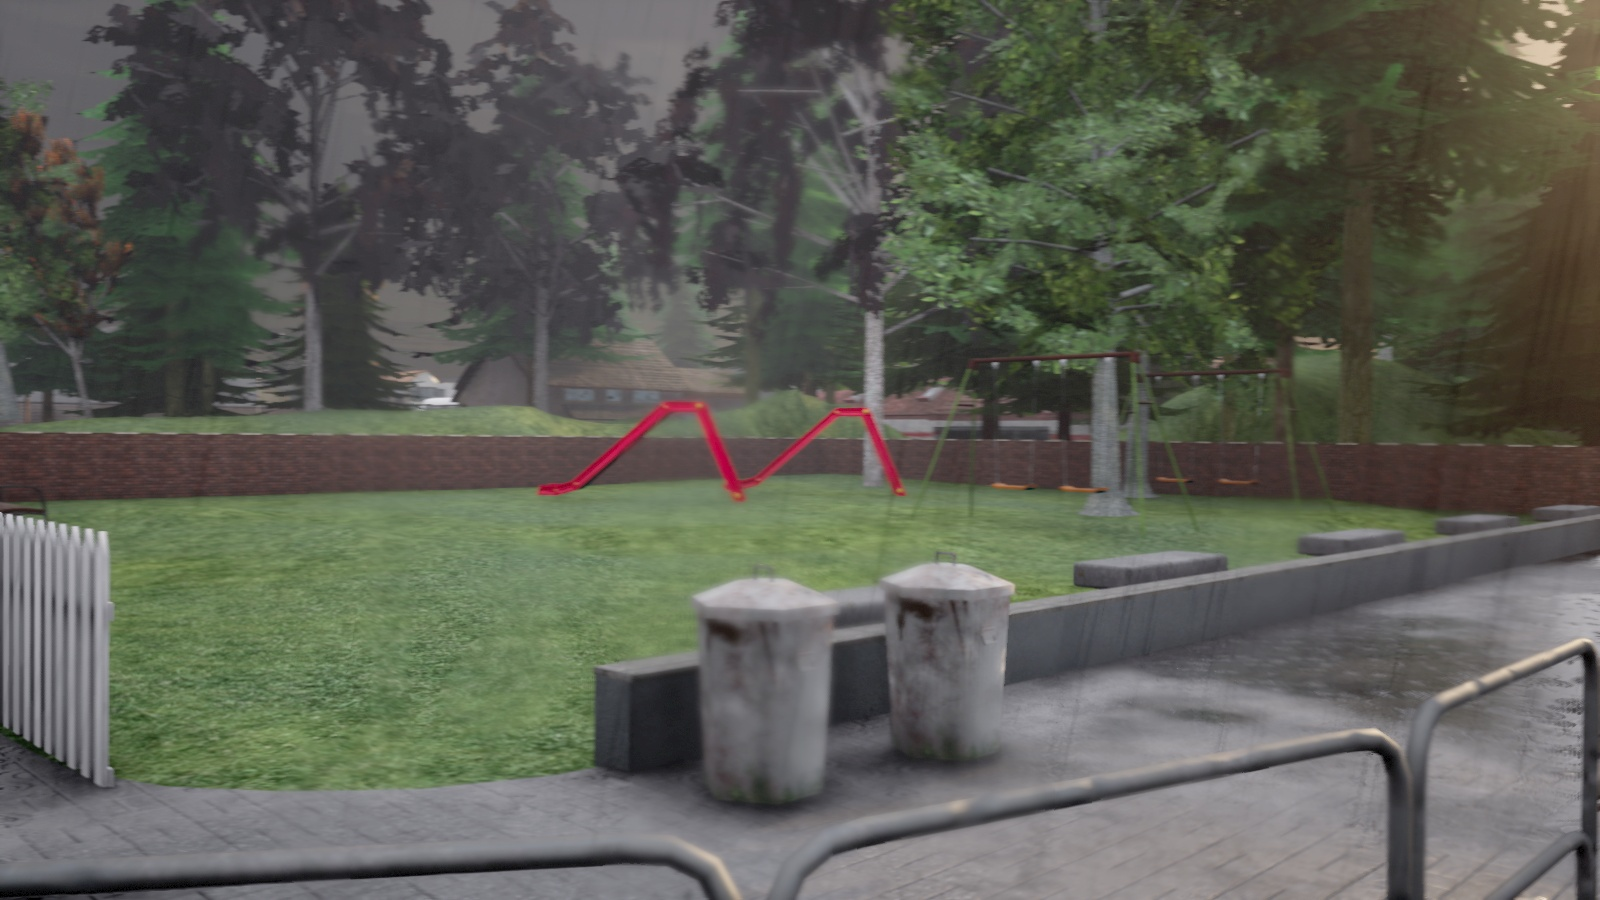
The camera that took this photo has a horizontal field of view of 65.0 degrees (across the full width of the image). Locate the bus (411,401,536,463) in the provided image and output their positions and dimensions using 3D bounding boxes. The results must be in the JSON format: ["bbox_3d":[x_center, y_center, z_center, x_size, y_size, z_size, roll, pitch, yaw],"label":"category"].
[{"bbox_3d":[-24.124,-1.283,92.415,10.273,4.253,3.944,0,2,44],"label":"bus"}]
